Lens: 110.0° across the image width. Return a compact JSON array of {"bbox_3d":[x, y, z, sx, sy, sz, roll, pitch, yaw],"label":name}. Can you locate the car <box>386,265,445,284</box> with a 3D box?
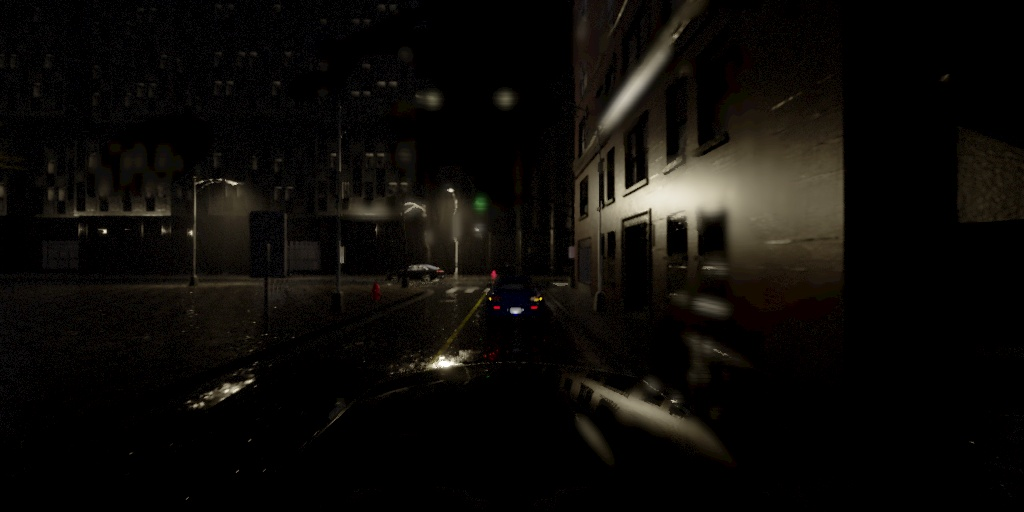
[{"bbox_3d":[-7.994,1.471,29.731,4.902,1.511,2.128,0,-1,14],"label":"car"}]

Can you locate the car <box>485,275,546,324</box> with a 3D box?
[{"bbox_3d":[0.099,1.366,12.274,1.812,1.442,4.674,0,-1,0],"label":"car"}]
